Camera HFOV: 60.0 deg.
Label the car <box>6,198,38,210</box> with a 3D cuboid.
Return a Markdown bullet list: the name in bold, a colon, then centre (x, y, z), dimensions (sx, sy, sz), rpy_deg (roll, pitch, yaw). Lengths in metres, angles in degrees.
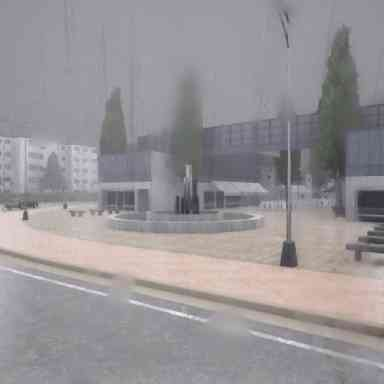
- **car**: centre (-21.859, 1.491, 43.015), dimensions (2.128, 1.511, 4.902), rpy_deg (0, 0, 5)
